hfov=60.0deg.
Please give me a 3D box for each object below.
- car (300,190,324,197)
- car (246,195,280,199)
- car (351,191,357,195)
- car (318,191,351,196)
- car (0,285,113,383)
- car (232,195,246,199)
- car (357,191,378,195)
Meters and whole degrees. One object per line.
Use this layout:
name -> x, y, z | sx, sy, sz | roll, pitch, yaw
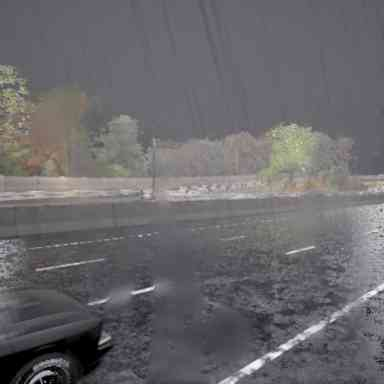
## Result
car -> 19.626, 0.643, 53.649 | 5.566, 2.045, 2.150 | -1, 1, -43
car -> 8.906, 1.062, 38.651 | 4.902, 1.511, 2.128 | 0, 1, -43
car -> 30.847, 0.682, 64.330 | 4.892, 1.490, 1.837 | 0, 1, -44
car -> 21.962, 0.945, 51.057 | 4.902, 1.511, 2.128 | 0, 1, -43
car -> -3.113, 1.559, 2.735 | 4.718, 1.301, 1.895 | -1, 1, -44
car -> 6.070, 1.069, 40.783 | 4.674, 1.442, 1.812 | 0, 1, -43
car -> 32.939, 0.590, 61.487 | 4.553, 1.767, 2.097 | 0, 1, -44
